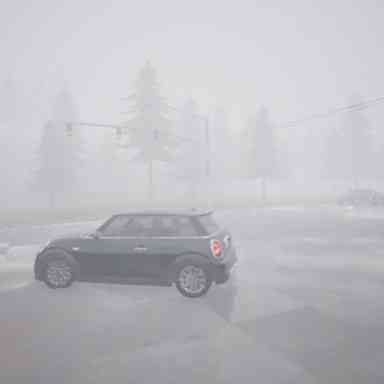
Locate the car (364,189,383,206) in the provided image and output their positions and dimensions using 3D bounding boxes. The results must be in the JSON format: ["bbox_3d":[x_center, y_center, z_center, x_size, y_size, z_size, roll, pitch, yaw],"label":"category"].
[{"bbox_3d":[17.195,0.556,28.214,4.718,1.301,1.895,-2,2,-27],"label":"car"}]

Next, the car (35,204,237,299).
[{"bbox_3d":[-1.310,1.183,7.793,4.553,1.767,2.097,-1,2,14],"label":"car"}]

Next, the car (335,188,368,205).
[{"bbox_3d":[15.690,0.417,31.371,4.892,1.490,1.837,-2,2,-27],"label":"car"}]
